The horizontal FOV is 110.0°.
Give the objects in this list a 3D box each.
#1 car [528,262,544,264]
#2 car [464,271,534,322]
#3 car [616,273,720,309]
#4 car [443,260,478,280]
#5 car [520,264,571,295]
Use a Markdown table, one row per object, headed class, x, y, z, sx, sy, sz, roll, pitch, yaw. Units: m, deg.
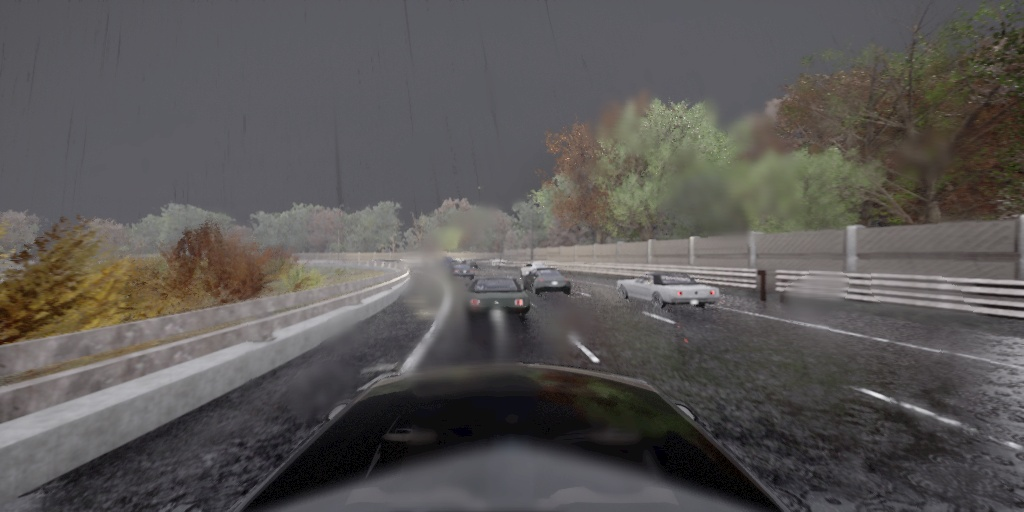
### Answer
| class | x | y | z | sx | sy | sz | roll | pitch | yaw |
| --- | --- | --- | --- | --- | --- | --- | --- | --- | --- |
| car | 2.155 | 1.301 | 33.342 | 1.812 | 1.442 | 4.674 | 0 | 0 | -16 |
| car | -0.612 | 1.365 | 12.422 | 1.895 | 1.301 | 4.718 | 0 | 0 | -5 |
| car | 6.108 | 1.342 | 14.817 | 1.895 | 1.301 | 4.718 | 0 | 0 | -8 |
| car | -4.605 | 1.347 | 31.757 | 2.033 | 1.411 | 5.357 | 0 | 0 | -17 |
| car | 1.780 | 1.326 | 19.866 | 1.994 | 1.385 | 4.181 | 0 | 0 | -10 |
